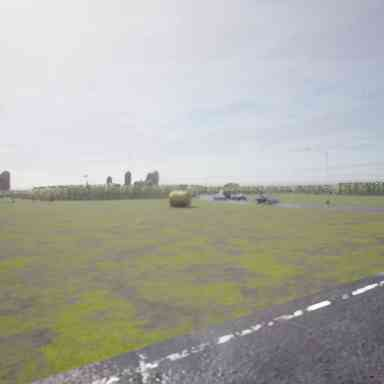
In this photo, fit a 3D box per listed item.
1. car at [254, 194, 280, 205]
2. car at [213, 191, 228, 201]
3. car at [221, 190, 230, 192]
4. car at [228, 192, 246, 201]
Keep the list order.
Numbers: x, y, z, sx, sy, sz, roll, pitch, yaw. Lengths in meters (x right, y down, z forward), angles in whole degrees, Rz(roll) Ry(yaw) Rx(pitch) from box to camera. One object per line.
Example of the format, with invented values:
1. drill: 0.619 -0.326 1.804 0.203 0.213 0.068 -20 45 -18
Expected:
1. car: 10.822 1.097 48.241 1.837 1.490 4.892 -2 1 -21
2. car: 5.540 1.078 66.673 1.812 1.442 4.674 -1 0 -10
3. car: 7.217 0.645 74.135 2.150 2.045 5.566 -1 0 -6
4. car: 8.965 1.012 63.959 1.812 1.442 4.674 -1 0 -12
